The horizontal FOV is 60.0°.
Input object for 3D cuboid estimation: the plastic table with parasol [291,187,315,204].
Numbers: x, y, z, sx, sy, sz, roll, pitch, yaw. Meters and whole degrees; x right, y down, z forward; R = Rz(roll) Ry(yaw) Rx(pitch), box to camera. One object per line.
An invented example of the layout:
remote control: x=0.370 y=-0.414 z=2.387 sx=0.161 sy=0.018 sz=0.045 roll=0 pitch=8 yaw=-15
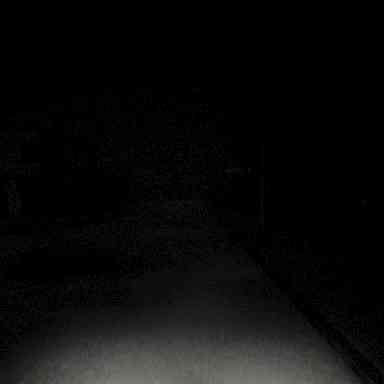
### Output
plastic table with parasol: x=17.842 y=0.609 z=53.557 sx=2.482 sy=2.480 sz=2.482 roll=-5 pitch=0 yaw=-39
